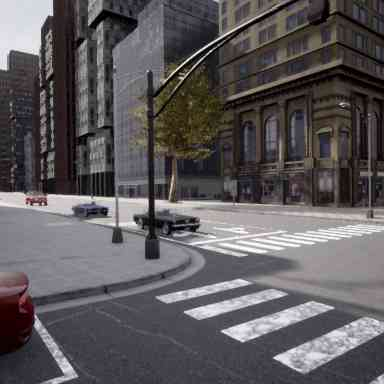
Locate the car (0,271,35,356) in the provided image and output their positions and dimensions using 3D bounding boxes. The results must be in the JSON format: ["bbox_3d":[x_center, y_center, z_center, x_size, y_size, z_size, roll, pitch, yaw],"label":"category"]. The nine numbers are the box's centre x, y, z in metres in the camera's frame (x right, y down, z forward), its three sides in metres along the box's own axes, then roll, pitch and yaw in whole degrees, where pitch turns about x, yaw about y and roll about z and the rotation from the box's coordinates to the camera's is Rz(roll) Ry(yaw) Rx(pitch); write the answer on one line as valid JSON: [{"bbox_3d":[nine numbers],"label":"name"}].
[{"bbox_3d":[-4.209,1.545,3.634,4.507,1.381,1.887,0,-1,-36],"label":"car"}]

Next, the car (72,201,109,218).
[{"bbox_3d":[-8.911,1.444,29.016,1.895,1.301,4.718,-1,1,-36],"label":"car"}]

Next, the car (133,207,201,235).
[{"bbox_3d":[-1.510,1.547,18.788,1.895,1.301,4.718,-1,1,-35],"label":"car"}]

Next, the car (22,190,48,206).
[{"bbox_3d":[-22.412,0.875,47.757,2.150,2.045,5.566,-1,1,-36],"label":"car"}]
